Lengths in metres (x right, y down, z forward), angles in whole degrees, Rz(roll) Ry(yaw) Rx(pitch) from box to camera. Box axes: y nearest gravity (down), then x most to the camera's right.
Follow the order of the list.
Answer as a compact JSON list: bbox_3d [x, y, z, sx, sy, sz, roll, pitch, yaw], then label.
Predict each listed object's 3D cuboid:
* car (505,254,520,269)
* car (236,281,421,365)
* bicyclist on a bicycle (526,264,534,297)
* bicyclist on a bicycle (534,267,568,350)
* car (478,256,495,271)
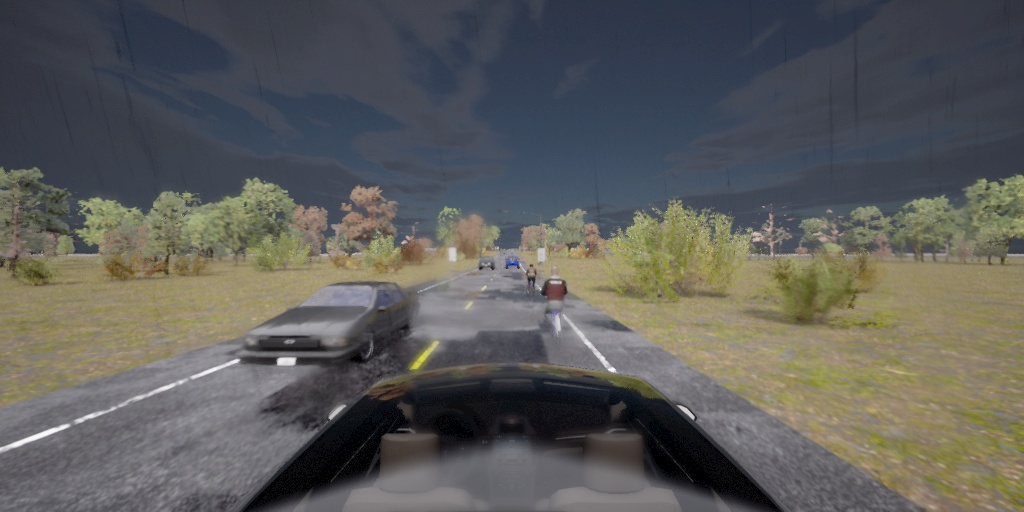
[{"bbox_3d":[0.096,1.027,59.341,2.150,2.045,5.566,0,0,0],"label":"car"},{"bbox_3d":[-3.602,1.305,8.399,2.033,1.411,5.357,0,0,0],"label":"car"},{"bbox_3d":[0.962,1.222,17.647,0.582,1.620,1.656,0,0,0],"label":"bicyclist on a bicycle"},{"bbox_3d":[0.962,1.128,8.202,0.659,1.776,1.843,0,0,0],"label":"bicyclist on a bicycle"},{"bbox_3d":[-3.590,1.033,51.969,2.150,2.045,5.566,0,0,0],"label":"car"}]
